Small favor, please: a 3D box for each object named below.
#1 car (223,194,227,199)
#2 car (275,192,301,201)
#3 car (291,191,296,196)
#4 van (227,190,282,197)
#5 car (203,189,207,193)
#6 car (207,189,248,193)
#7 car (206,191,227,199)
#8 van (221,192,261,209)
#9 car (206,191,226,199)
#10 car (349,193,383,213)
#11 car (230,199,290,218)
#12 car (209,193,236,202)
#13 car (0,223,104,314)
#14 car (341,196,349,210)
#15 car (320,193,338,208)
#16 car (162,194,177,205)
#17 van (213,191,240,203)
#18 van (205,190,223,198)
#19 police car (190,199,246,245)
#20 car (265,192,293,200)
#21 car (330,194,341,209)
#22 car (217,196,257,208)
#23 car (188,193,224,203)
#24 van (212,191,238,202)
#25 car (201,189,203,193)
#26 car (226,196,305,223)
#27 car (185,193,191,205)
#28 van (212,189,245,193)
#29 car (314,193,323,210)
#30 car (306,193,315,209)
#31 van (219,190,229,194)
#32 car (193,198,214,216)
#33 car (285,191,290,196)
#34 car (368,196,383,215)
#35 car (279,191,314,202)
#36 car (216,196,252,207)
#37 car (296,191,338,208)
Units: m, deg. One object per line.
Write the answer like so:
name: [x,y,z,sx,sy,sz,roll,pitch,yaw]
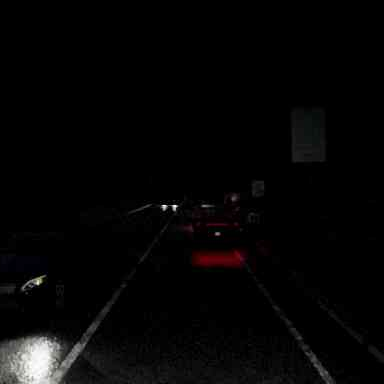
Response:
car: [5.710,1.299,34.047,5.008,1.535,2.097,0,0,0]
car: [18.778,0.817,65.364,4.553,1.767,2.185,0,1,0]
car: [18.797,0.885,51.484,5.566,2.045,2.435,0,1,0]
van: [5.836,1.090,31.243,4.442,1.987,1.878,0,0,0]
car: [5.631,0.619,70.494,5.566,2.045,2.435,0,1,0]
car: [5.657,0.854,53.675,5.566,2.045,2.435,0,1,0]
car: [5.620,0.667,76.101,4.553,1.767,2.185,0,1,0]
van: [5.823,1.033,39.655,4.442,1.987,1.878,0,0,0]
car: [5.616,0.628,78.904,4.553,1.767,2.185,0,1,0]
car: [18.769,1.061,32.050,5.566,2.045,2.435,0,0,0]
car: [5.726,1.373,28.441,4.674,1.452,2.002,0,0,0]
car: [5.666,0.989,62.088,4.892,1.521,2.231,0,1,0]
car: [-3.351,1.498,7.684,1.812,1.442,4.674,0,0,0]
car: [18.787,1.296,34.826,4.892,1.521,2.231,0,0,0]
car: [18.970,1.251,40.381,5.366,1.575,1.946,0,0,0]
car: [-3.331,1.148,50.234,1.837,1.490,4.892,0,0,0]
van: [5.798,0.840,56.479,4.442,1.987,1.878,0,1,0]
van: [5.522,0.450,84.509,4.442,1.987,1.878,0,1,0]
police car: [0.972,1.354,15.235,1.930,1.638,5.238,0,0,0]
car: [18.554,0.863,70.915,5.366,1.575,1.946,0,1,0]
car: [18.784,1.276,37.603,5.008,1.535,2.097,0,0,0]
car: [5.731,1.266,42.460,4.792,1.488,2.163,0,0,0]
car: [0.971,1.216,25.107,2.097,1.767,4.553,0,0,0]
van: [5.793,0.801,59.282,4.442,1.987,1.878,0,1,0]
car: [5.629,0.636,87.315,5.008,1.535,2.097,0,1,0]
car: [5.542,1.347,25.638,5.366,1.575,1.946,0,0,0]
car: [-0.008,1.191,49.955,2.033,1.411,5.357,0,1,0]
van: [5.806,0.918,50.875,4.442,1.987,1.878,0,1,0]
car: [18.751,1.262,43.153,4.792,1.488,2.163,0,1,0]
car: [18.805,1.231,45.936,4.792,1.488,2.163,0,1,0]
van: [5.594,1.055,36.853,4.442,1.987,1.878,0,0,0]
car: [0.970,1.326,31.146,1.837,1.490,4.892,0,1,0]
car: [18.946,1.056,57.037,5.366,1.575,1.946,0,1,0]
car: [18.807,1.329,29.275,5.008,1.535,2.097,0,0,0]
car: [18.784,0.769,59.810,5.566,2.045,2.435,0,1,0]
car: [5.695,1.248,45.267,4.674,1.452,2.002,0,1,0]
car: [18.744,0.918,48.707,5.566,2.045,2.435,0,1,0]
